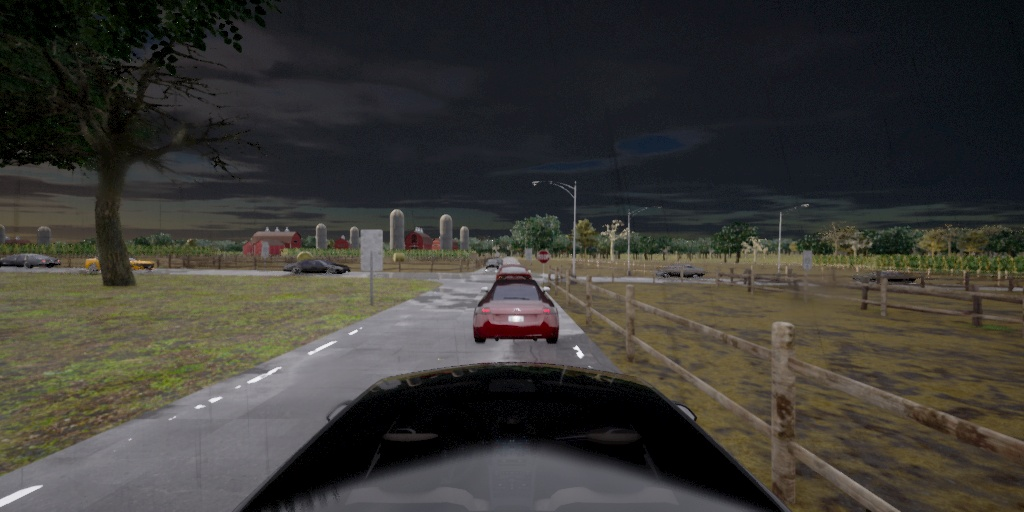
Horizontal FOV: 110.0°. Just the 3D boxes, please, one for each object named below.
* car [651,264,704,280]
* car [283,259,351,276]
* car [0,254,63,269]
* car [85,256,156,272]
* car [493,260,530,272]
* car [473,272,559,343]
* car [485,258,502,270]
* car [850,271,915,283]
[{"bbox_3d":[16.290,1.521,35.329,4.902,1.511,2.128,1,1,0],"label":"car"},{"bbox_3d":[-17.472,0.994,32.201,5.357,1.411,2.033,1,1,0],"label":"car"},{"bbox_3d":[-47.380,0.509,34.950,5.357,1.411,2.033,1,1,0],"label":"car"},{"bbox_3d":[-34.973,0.653,32.115,5.008,1.535,1.882,1,1,0],"label":"car"},{"bbox_3d":[0.041,1.202,19.996,1.882,1.535,5.008,0,0,-2],"label":"car"},{"bbox_3d":[0.099,1.304,9.641,1.994,1.385,4.181,0,0,0],"label":"car"},{"bbox_3d":[-2.798,1.165,51.621,1.837,1.490,4.892,0,0,0],"label":"car"},{"bbox_3d":[36.498,2.104,35.428,4.718,1.301,1.895,1,1,0],"label":"car"}]
